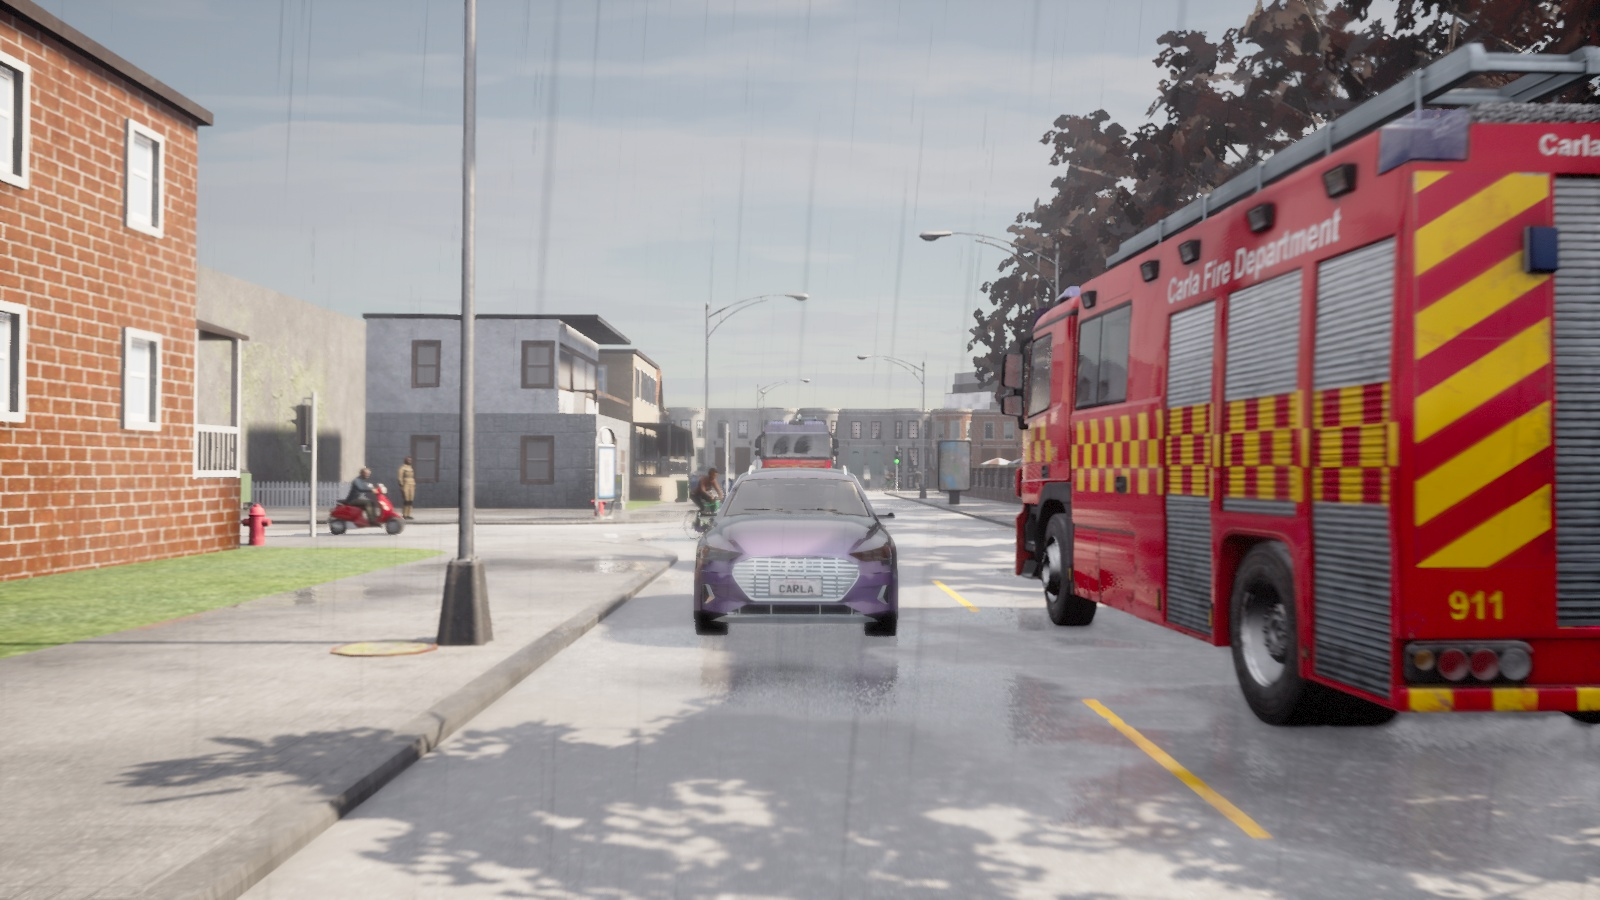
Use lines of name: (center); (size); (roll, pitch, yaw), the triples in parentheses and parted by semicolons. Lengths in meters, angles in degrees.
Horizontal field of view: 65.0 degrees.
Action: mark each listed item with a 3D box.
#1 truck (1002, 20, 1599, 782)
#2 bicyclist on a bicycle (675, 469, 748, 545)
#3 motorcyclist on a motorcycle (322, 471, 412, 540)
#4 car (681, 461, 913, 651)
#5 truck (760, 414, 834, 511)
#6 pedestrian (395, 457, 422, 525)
truck: (4.076, -0.189, 10.608); (2.891, 3.827, 8.468); (0, -1, -3)
bicyclist on a bicycle: (-1.967, 1.242, 27.852); (1.656, 1.620, 0.582); (-1, 1, 43)
motorcyclist on a motorcycle: (-10.170, 1.303, 29.534); (1.817, 1.590, 0.866); (0, -1, 0)
car: (-0.022, 0.970, 13.438); (2.033, 1.649, 4.856); (0, -1, 0)
truck: (-0.137, 0.553, 53.939); (2.891, 3.827, 8.468); (0, -1, 0)
pedestrian: (-11.301, 1.177, 36.267); (0.692, 1.930, 0.396); (-1, -1, 33)
